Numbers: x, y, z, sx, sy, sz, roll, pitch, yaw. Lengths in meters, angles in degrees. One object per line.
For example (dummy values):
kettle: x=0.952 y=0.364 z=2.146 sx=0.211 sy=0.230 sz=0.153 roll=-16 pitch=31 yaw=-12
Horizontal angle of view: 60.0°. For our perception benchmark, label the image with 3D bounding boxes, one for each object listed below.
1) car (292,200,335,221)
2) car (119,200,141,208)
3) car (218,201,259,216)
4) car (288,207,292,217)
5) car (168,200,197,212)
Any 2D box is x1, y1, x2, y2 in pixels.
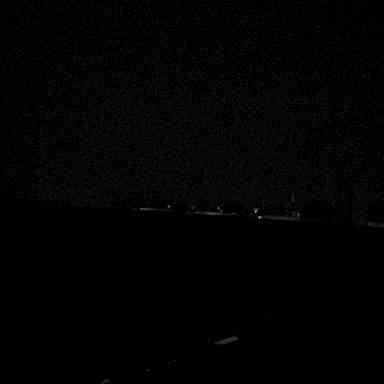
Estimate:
car: x=10.665 y=1.424 z=26.123 sx=2.097 sy=1.767 sz=4.553 roll=1 pitch=-1 yaw=-38
car: x=-10.305 y=1.997 z=55.228 sx=1.895 sy=1.301 sz=4.718 roll=1 pitch=-1 yaw=-36
car: x=4.748 y=1.640 z=34.208 sx=2.128 sy=1.511 sz=4.902 roll=1 pitch=-1 yaw=-36
car: x=11.145 y=1.624 z=30.389 sx=1.882 sy=1.535 sz=5.008 roll=1 pitch=-1 yaw=-36
car: x=-1.240 y=1.732 z=42.519 sx=2.128 sy=1.511 sz=4.902 roll=1 pitch=-1 yaw=-36
